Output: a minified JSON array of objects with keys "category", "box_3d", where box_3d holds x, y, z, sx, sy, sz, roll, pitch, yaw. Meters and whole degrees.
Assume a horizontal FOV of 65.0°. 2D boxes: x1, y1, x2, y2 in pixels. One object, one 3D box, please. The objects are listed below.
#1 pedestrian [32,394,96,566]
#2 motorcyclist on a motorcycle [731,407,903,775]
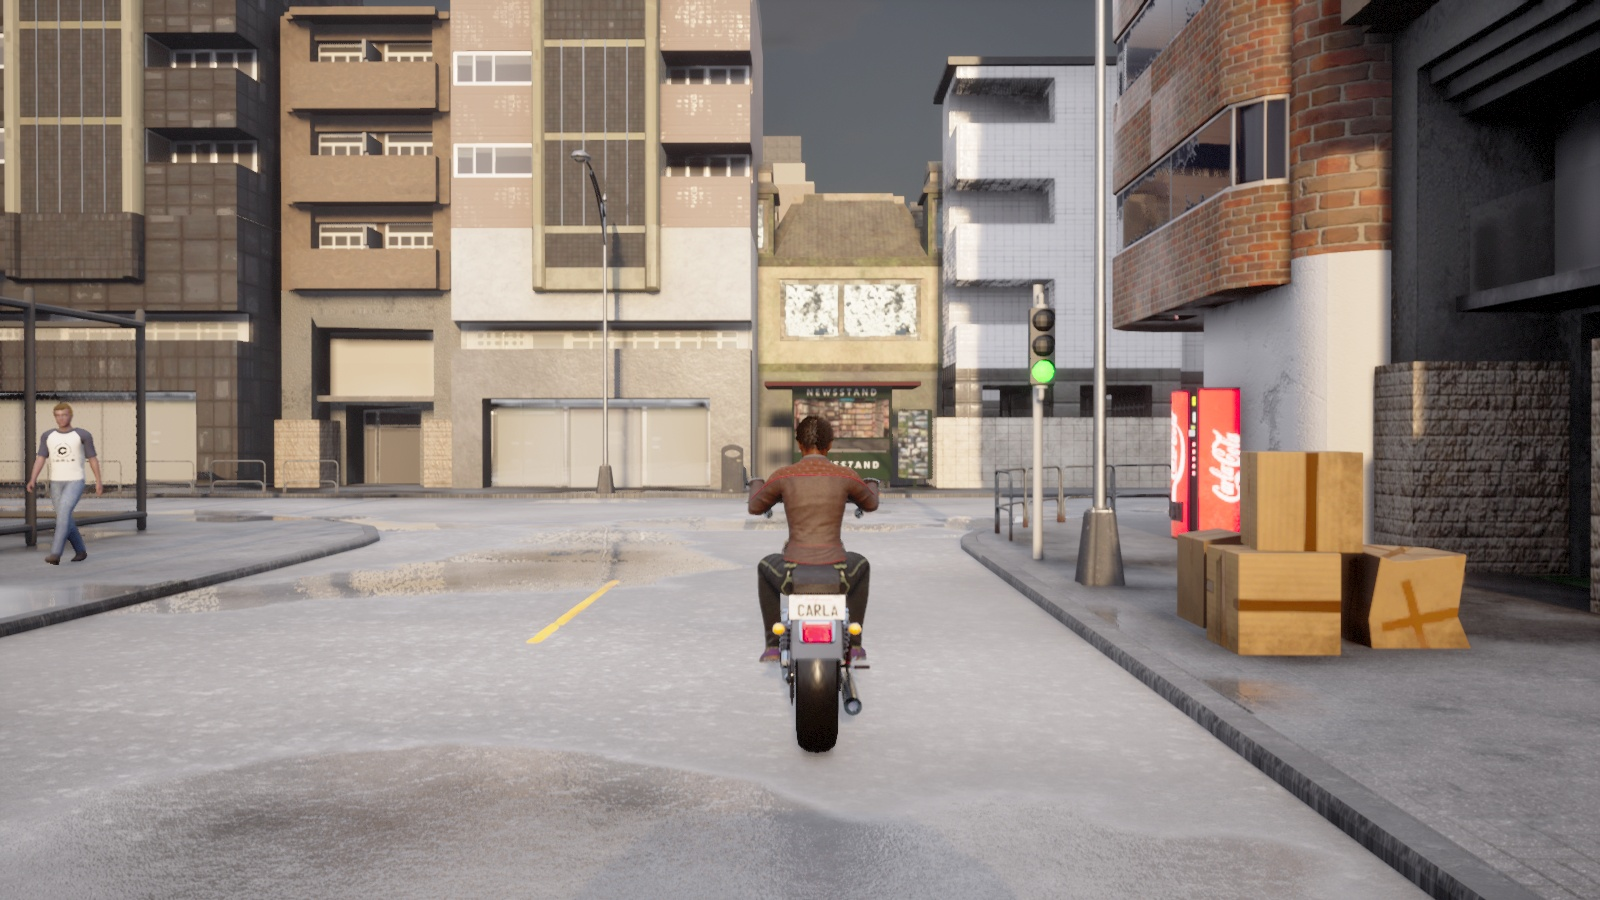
[{"category":"pedestrian","box_3d":[-8.048,0.315,13.752,0.354,1.836,0.706,0,1,-8]},{"category":"motorcyclist on a motorcycle","box_3d":[0.076,0.630,6.802,0.766,1.649,2.350,0,0,0]}]
